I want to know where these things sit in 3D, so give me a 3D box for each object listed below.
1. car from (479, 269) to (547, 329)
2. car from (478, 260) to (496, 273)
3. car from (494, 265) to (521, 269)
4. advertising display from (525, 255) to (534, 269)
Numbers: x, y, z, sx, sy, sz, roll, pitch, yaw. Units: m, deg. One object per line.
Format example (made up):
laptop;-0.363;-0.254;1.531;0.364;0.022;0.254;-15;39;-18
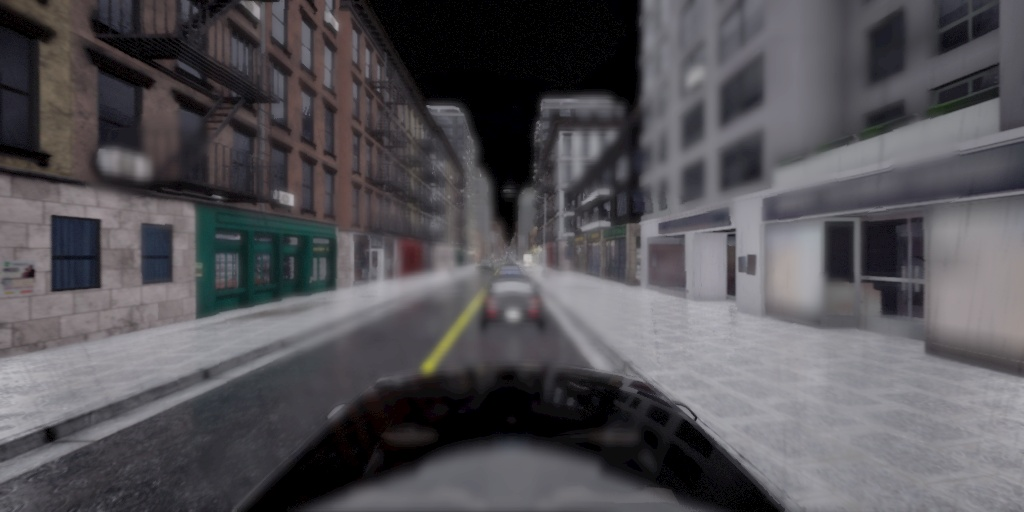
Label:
car;0.026;1.309;11.211;1.812;1.442;4.674;0;0;0
car;-3.238;1.286;46.971;2.097;1.767;4.553;0;0;0
car;-0.018;1.393;27.490;2.033;1.411;5.357;0;0;0
advertising display;2.941;1.021;59.968;1.540;2.440;0.280;0;0;0
